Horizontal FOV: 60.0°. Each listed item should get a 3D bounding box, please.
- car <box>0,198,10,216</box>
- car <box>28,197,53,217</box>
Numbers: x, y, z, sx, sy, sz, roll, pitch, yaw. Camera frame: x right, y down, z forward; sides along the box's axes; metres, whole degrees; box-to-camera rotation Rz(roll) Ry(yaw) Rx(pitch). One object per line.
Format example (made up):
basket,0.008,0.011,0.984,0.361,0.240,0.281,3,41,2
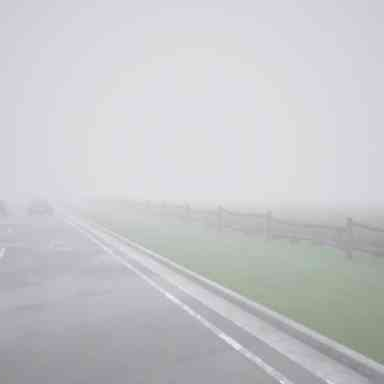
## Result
car,-17.197,1.298,29.128,1.837,1.490,4.892,0,0,-26
car,-13.350,1.385,29.260,1.994,1.385,4.181,0,0,-27
